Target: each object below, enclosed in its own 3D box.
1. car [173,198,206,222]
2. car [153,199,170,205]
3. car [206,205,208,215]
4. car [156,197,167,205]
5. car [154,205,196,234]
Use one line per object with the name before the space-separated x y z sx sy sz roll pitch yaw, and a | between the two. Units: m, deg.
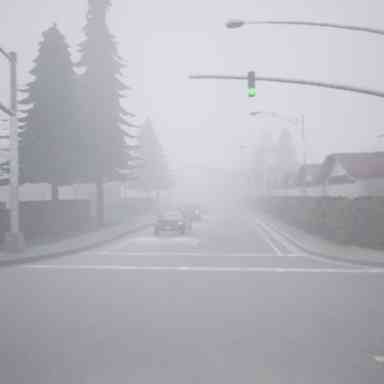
car | -0.182 1.727 30.205 2.097 1.767 4.553 -1 -1 6
car | -7.479 2.462 81.105 3.806 1.475 1.970 -1 -1 5
car | 0.906 2.042 40.170 1.994 1.385 4.181 -1 -1 7
car | -8.420 2.154 77.860 3.866 1.878 1.905 -1 -1 5
car | -1.122 1.808 21.283 1.812 1.442 4.674 -1 -1 7
